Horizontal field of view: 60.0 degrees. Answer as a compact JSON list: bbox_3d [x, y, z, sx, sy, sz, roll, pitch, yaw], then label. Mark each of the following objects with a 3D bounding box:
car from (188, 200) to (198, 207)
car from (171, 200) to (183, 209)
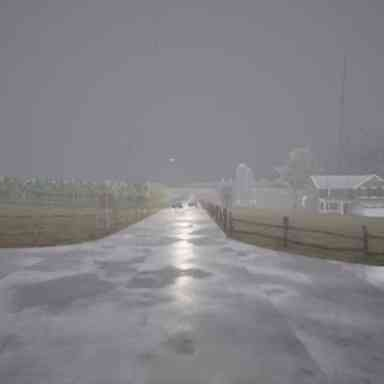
[{"bbox_3d":[0.157,2.270,64.882,2.033,1.411,5.357,0,-1,0],"label":"car"},{"bbox_3d":[-2.608,2.204,58.666,2.033,1.411,5.357,0,-1,0],"label":"car"}]
